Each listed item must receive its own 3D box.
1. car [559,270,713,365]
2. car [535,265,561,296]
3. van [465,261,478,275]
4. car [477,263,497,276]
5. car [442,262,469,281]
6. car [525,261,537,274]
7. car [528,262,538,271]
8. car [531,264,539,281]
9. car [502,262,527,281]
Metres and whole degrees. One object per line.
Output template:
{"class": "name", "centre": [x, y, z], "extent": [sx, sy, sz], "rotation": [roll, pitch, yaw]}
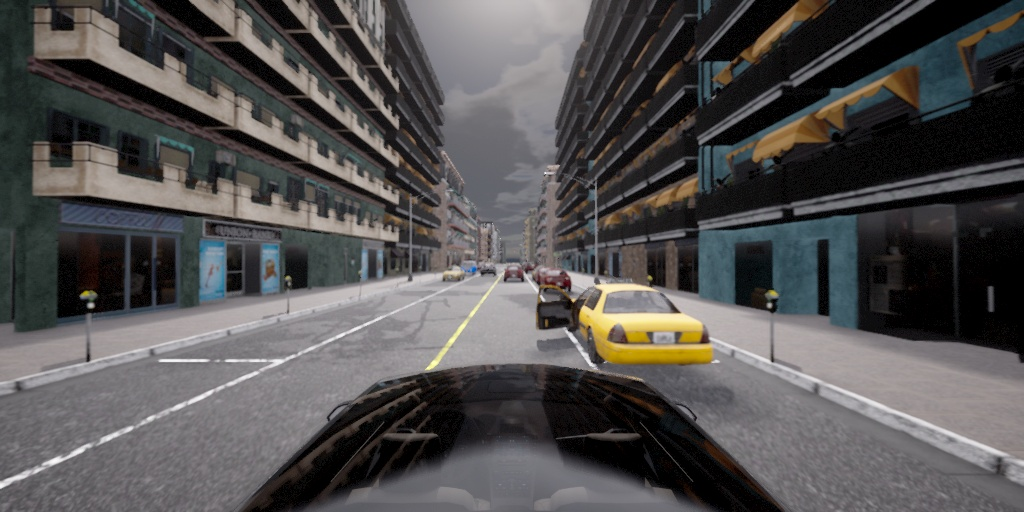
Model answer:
{"class": "car", "centre": [2.376, 1.270, 8.147], "extent": [1.801, 1.575, 5.366], "rotation": [0, -1, 0]}
{"class": "car", "centre": [2.774, 1.517, 23.306], "extent": [1.888, 1.381, 4.507], "rotation": [0, 0, 0]}
{"class": "van", "centre": [-5.520, 1.573, 46.006], "extent": [1.690, 1.789, 3.998], "rotation": [0, 0, 0]}
{"class": "car", "centre": [-2.862, 1.812, 44.457], "extent": [1.895, 1.301, 4.718], "rotation": [0, -1, 1]}
{"class": "car", "centre": [-5.564, 1.626, 34.514], "extent": [1.751, 1.417, 4.829], "rotation": [0, 0, 0]}
{"class": "car", "centre": [2.882, 1.608, 51.611], "extent": [2.192, 1.841, 5.009], "rotation": [0, 0, 0]}
{"class": "car", "centre": [2.818, 1.619, 34.799], "extent": [1.751, 1.417, 4.829], "rotation": [0, 0, 0]}
{"class": "car", "centre": [2.796, 1.577, 28.971], "extent": [1.888, 1.381, 4.507], "rotation": [0, 0, 0]}
{"class": "car", "centre": [0.190, 1.616, 34.195], "extent": [1.812, 1.442, 4.674], "rotation": [0, -1, 1]}
